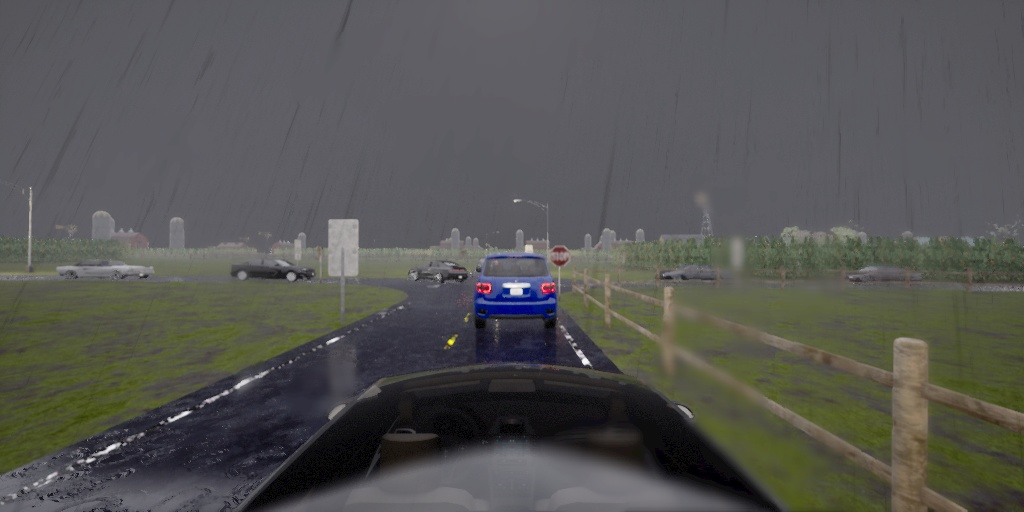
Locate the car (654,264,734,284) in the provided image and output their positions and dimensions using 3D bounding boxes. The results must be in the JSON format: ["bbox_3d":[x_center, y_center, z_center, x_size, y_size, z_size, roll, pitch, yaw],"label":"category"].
[{"bbox_3d":[13.559,1.330,26.802,5.357,1.411,2.033,1,0,-1],"label":"car"}]

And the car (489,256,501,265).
[{"bbox_3d":[-2.925,0.802,63.541,1.882,1.535,5.008,0,1,1],"label":"car"}]

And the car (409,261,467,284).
[{"bbox_3d":[-5.105,1.056,24.399,4.892,1.490,1.837,1,-1,41],"label":"car"}]

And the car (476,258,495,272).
[{"bbox_3d":[-2.938,0.994,41.260,1.837,1.490,4.892,0,0,0],"label":"car"}]

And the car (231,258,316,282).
[{"bbox_3d":[-15.804,0.908,23.928,5.008,1.535,1.882,1,0,-1],"label":"car"}]

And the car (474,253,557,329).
[{"bbox_3d":[0.051,0.914,11.182,2.150,2.045,5.566,0,0,-1],"label":"car"}]

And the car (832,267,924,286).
[{"bbox_3d":[27.285,1.492,26.810,5.357,1.411,2.033,1,0,0],"label":"car"}]

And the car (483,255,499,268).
[{"bbox_3d":[-2.943,0.769,51.185,2.097,1.767,4.553,0,0,0],"label":"car"}]

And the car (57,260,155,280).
[{"bbox_3d":[-26.921,0.914,23.912,4.718,1.301,1.895,1,0,-1],"label":"car"}]
